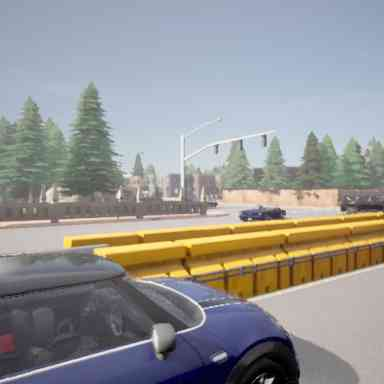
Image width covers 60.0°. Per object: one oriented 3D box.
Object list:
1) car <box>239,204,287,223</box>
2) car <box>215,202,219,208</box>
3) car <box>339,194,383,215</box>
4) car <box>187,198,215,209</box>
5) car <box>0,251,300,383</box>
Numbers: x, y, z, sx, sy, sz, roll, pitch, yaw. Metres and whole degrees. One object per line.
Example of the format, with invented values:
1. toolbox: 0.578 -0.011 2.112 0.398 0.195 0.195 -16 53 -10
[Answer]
1. car: 5.437 1.590 25.114 1.895 1.301 4.718 0 0 38
2. car: 1.733 1.584 47.667 1.895 1.301 4.718 0 0 -35
3. car: 16.451 1.203 30.242 5.566 2.045 2.150 0 0 37
4. car: 0.342 1.463 43.580 1.882 1.535 5.008 0 0 -35
5. car: -1.122 1.354 2.936 4.553 1.767 2.097 0 0 -35
